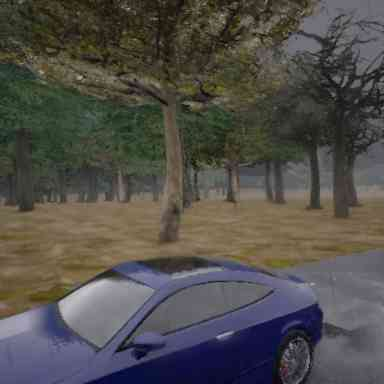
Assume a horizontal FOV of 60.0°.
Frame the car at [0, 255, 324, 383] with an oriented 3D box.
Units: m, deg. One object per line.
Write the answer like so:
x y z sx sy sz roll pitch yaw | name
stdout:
-0.409 1.524 3.701 4.674 1.442 1.812 0 0 -35 | car
